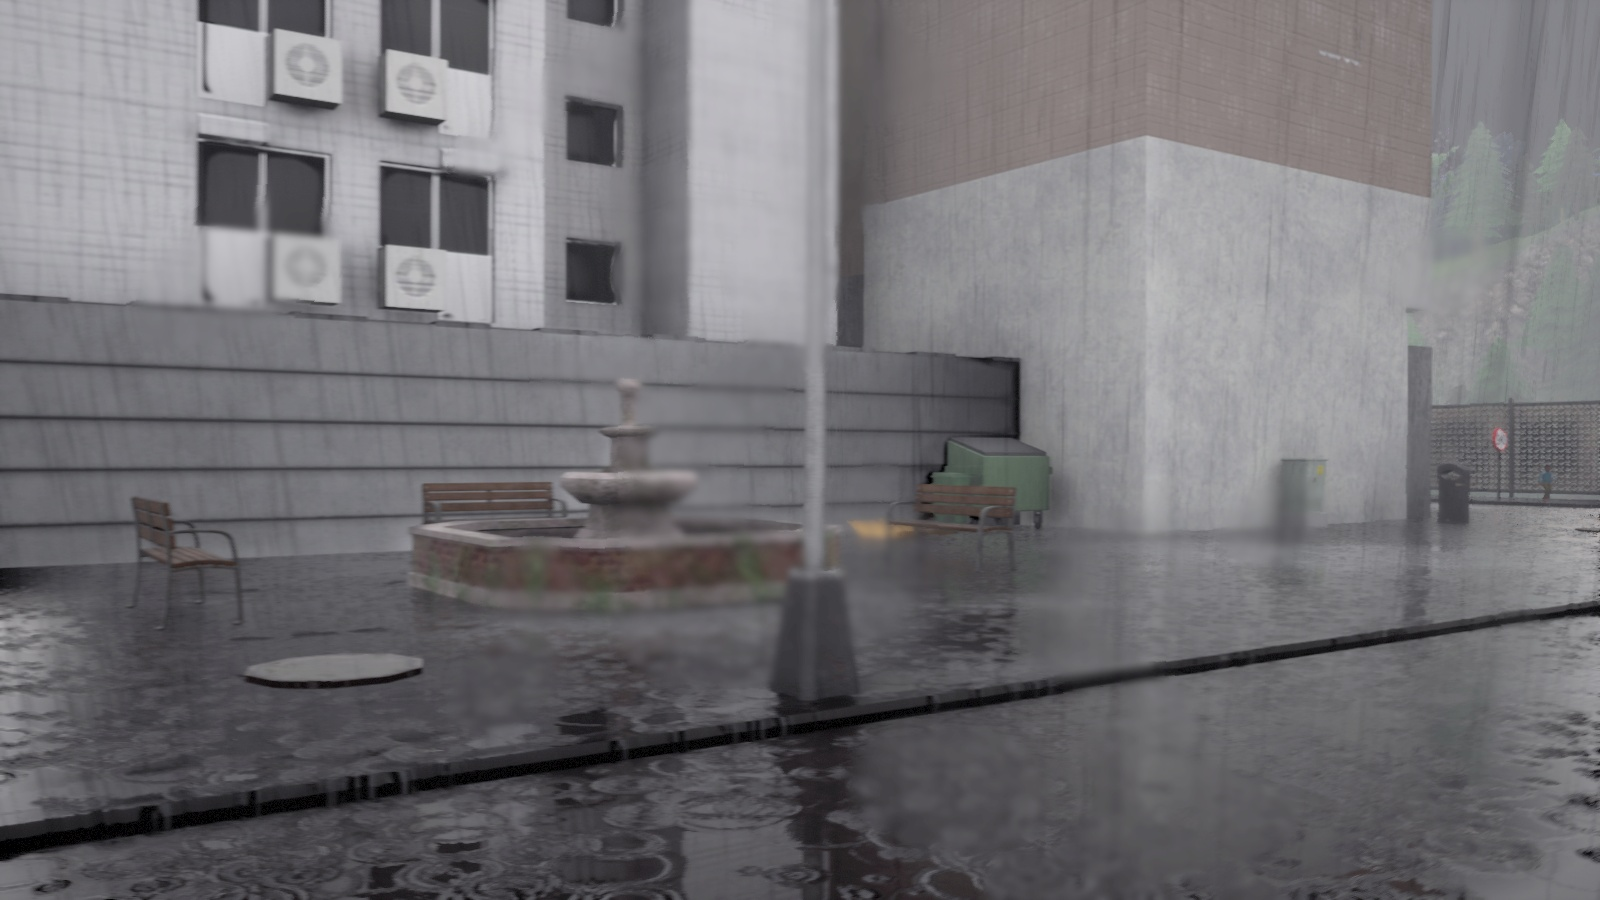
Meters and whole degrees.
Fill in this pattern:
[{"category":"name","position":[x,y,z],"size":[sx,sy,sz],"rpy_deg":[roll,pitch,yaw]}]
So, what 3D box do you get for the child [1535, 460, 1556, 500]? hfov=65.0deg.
[{"category":"child","position":[22.528,0.902,37.957],"size":[0.343,1.192,0.448],"rpy_deg":[0,0,-2]}]
